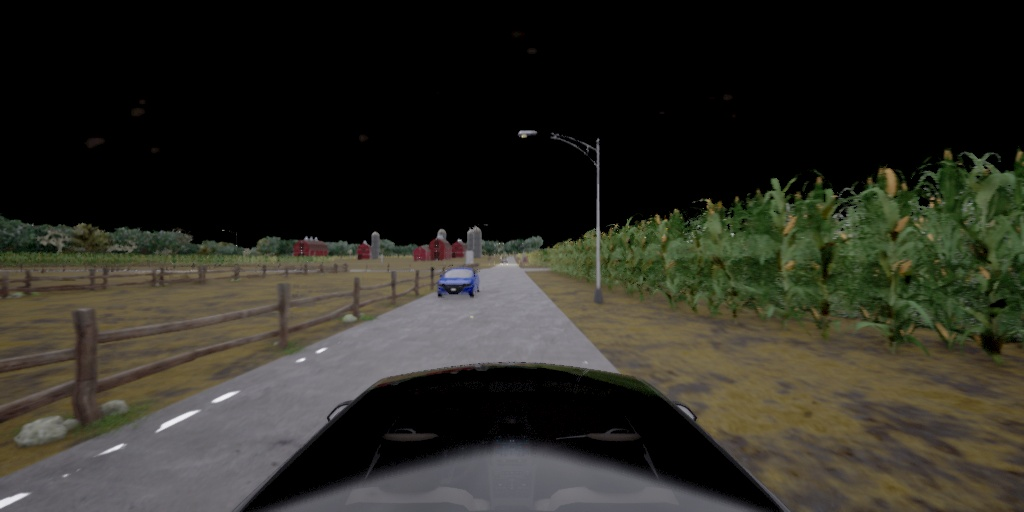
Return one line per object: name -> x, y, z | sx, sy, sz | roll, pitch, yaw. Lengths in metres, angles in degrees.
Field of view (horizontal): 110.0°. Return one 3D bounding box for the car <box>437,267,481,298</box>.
car -> -2.847, 1.378, 19.926 | 1.882, 1.535, 5.008 | 0, 0, 0
